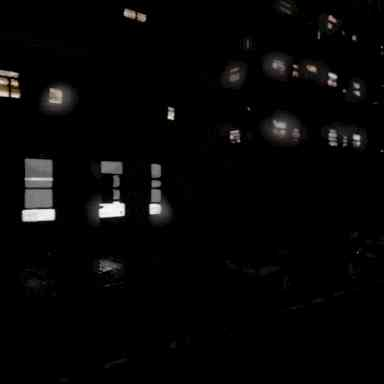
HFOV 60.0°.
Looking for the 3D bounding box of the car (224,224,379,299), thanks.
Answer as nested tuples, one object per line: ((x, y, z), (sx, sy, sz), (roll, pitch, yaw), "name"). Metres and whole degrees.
((2.733, 1.616, 8.481), (4.206, 1.307, 1.802), (0, -1, -35), "car")

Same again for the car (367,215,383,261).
((7.292, 1.502, 11.736), (4.097, 1.590, 1.967), (0, -1, -35), "car")
